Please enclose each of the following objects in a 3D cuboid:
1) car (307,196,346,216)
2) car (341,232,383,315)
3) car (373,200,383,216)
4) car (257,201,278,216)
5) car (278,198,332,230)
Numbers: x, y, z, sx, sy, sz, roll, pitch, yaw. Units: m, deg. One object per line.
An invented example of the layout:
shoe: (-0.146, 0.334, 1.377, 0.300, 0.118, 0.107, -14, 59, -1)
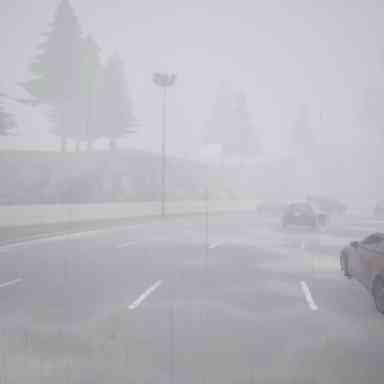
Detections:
car: (13.751, 1.440, 34.338, 5.566, 2.045, 2.150, 1, 0, -40)
car: (4.678, 1.591, 7.319, 1.812, 1.442, 4.674, 0, 0, 12)
car: (21.356, 1.654, 35.324, 4.553, 1.767, 2.097, 1, 0, -32)
car: (8.715, 1.657, 34.738, 4.902, 1.511, 2.128, 1, 0, -44)
car: (7.772, 1.482, 22.621, 2.097, 1.767, 4.553, 1, 0, 33)
